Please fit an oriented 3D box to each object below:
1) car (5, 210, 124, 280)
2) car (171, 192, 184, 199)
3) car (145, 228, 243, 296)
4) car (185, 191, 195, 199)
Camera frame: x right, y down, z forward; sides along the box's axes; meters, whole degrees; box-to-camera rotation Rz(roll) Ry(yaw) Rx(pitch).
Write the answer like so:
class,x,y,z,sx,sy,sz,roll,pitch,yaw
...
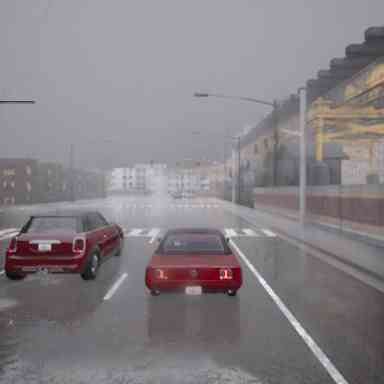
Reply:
class,x,y,z,sx,sy,sz,roll,pitch,yaw
car,-3.453,1.302,9.949,2.097,1.767,4.553,0,0,0
car,-3.720,1.162,86.226,1.895,1.301,4.718,0,0,-3
car,0.044,1.558,8.481,1.895,1.301,4.718,0,0,0
car,-0.236,1.155,87.356,1.895,1.301,4.718,0,0,-3
